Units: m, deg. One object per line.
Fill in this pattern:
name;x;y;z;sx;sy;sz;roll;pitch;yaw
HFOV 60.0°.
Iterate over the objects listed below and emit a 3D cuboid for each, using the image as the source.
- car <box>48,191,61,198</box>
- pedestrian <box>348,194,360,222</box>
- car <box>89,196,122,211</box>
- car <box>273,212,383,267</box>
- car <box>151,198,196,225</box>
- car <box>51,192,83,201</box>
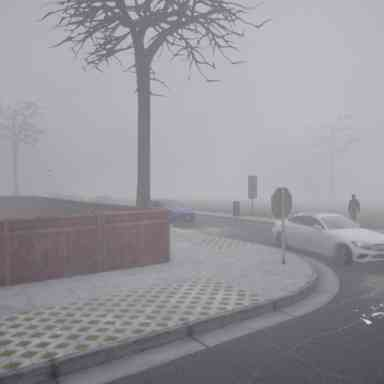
car;-22.950;0.597;56.104;1.837;1.490;4.892;0;1;-36
pedestrian;8.519;0.999;17.561;0.375;1.860;0.375;1;0;-36
car;-7.954;1.100;30.352;1.812;1.442;4.674;0;1;-36
car;4.667;1.451;11.560;1.812;1.442;4.674;0;1;-22
car;-1.680;1.219;21.664;1.882;1.535;5.008;0;1;-36
car;-15.325;0.977;40.596;1.895;1.301;4.718;0;1;-35
